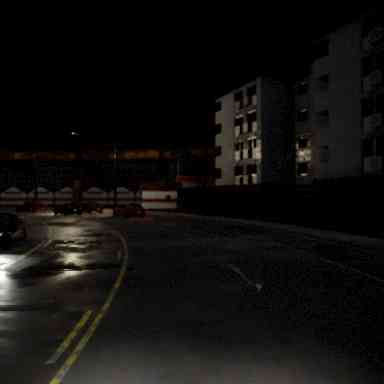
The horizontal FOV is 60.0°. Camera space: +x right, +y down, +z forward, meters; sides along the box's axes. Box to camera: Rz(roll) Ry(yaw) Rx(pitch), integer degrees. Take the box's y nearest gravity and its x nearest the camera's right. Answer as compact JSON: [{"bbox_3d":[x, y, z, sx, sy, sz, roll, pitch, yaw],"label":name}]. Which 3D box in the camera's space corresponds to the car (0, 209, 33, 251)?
[{"bbox_3d":[-8.728,1.692,14.877,1.812,1.442,4.674,0,-1,-15],"label":"car"}]

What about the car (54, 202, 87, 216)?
[{"bbox_3d":[-14.308,1.990,38.305,1.994,1.385,4.181,1,-1,-43],"label":"car"}]

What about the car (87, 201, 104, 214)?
[{"bbox_3d":[-13.202,1.945,42.186,5.008,1.535,1.882,0,-1,42],"label":"car"}]

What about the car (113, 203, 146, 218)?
[{"bbox_3d":[-6.621,1.860,34.697,1.882,1.535,5.008,0,-1,-35],"label":"car"}]

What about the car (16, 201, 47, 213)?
[{"bbox_3d":[-21.283,1.969,44.050,5.008,1.535,1.882,0,-1,32],"label":"car"}]
